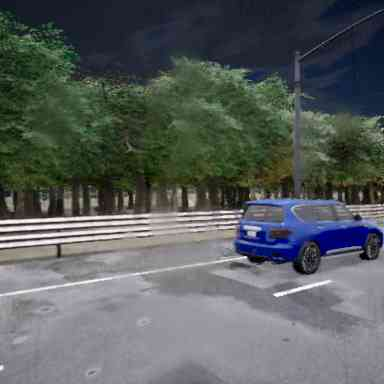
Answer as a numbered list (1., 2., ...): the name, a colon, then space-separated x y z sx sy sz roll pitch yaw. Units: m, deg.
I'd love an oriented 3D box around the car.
1. car: 3.858 1.244 10.717 5.566 2.045 2.150 0 0 -35
